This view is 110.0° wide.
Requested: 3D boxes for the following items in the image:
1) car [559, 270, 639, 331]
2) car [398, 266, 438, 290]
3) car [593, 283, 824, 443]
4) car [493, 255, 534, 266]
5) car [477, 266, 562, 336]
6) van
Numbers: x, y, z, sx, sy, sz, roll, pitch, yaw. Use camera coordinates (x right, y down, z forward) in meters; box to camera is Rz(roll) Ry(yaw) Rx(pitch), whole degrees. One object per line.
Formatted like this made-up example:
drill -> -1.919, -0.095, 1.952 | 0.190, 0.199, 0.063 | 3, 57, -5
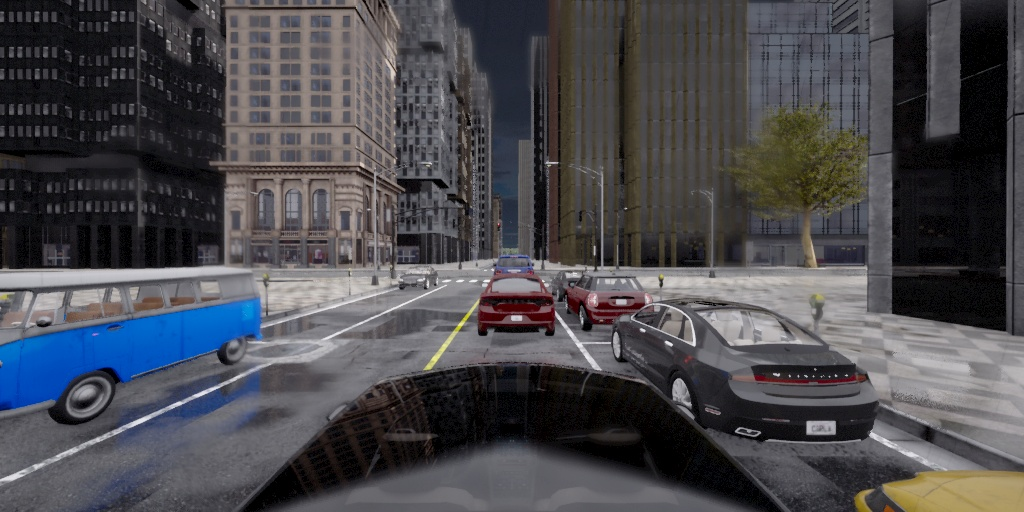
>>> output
car -> 2.778, 1.188, 11.031 | 1.967, 1.591, 4.097 | 0, 0, 0
car -> -5.730, 1.295, 22.325 | 2.007, 1.370, 4.403 | 0, 0, 0
car -> 2.769, 1.300, 5.390 | 2.007, 1.370, 4.403 | 0, 0, 0
car -> 0.105, 0.967, 20.301 | 2.150, 2.045, 5.566 | 0, 0, 0
car -> 0.107, 1.226, 10.417 | 1.882, 1.535, 5.008 | 0, 0, 0
van -> -5.756, 1.090, 5.402 | 1.690, 1.789, 3.998 | 0, 0, 0
